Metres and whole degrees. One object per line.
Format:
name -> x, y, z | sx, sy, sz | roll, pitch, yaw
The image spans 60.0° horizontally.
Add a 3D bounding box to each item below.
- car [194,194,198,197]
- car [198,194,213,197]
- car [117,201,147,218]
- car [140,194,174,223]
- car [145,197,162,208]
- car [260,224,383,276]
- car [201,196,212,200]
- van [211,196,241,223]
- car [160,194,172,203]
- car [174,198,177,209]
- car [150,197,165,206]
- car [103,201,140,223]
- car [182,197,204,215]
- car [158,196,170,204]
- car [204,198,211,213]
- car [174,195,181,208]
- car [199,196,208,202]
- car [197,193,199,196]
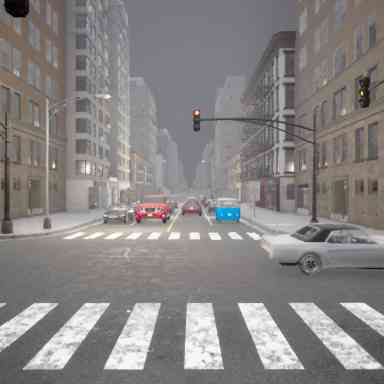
car -> 0.016, 1.582, 65.239 | 1.895, 1.301, 4.718 | 0, 0, 0
car -> 2.571, 1.305, 53.348 | 2.192, 1.841, 5.009 | 0, 0, 0
car -> -5.426, 1.543, 30.604 | 1.887, 1.381, 4.507 | 0, 0, 0
car -> -2.880, 1.220, 25.605 | 2.150, 2.045, 5.566 | 0, 0, 0
car -> -5.447, 1.519, 47.480 | 1.752, 1.417, 4.829 | 0, 0, 0
car -> 4.551, 1.632, 9.824 | 4.718, 1.301, 1.895 | 1, 0, 0
car -> 2.578, 1.576, 47.666 | 1.802, 1.307, 4.206 | 0, 0, 0
van -> 2.605, 1.340, 24.941 | 1.690, 1.788, 3.998 | 0, 0, 0
car -> -5.475, 1.292, 70.377 | 2.192, 1.841, 5.009 | 0, 0, 0
car -> -2.896, 1.599, 35.421 | 1.895, 1.301, 4.718 | 0, 0, 0
car -> -5.454, 1.556, 53.332 | 1.947, 1.339, 4.313 | 0, 0, 0
car -> -5.420, 1.549, 24.923 | 2.008, 1.369, 4.403 | 0, 0, 0
car -> -0.009, 1.562, 34.465 | 1.994, 1.385, 4.181 | 0, 0, 1
car -> -5.468, 1.547, 64.695 | 1.947, 1.339, 4.313 | 0, 0, 0
car -> 2.592, 1.580, 36.303 | 1.802, 1.307, 4.206 | 0, 0, 0
car -> -2.892, 1.500, 45.481 | 1.837, 1.490, 4.892 | 0, 0, 0
car -> 2.543, 1.524, 76.072 | 2.008, 1.369, 4.403 | 0, 0, 0
car -> 2.557, 1.422, 64.710 | 1.967, 1.590, 4.097 | 0, 0, 0
